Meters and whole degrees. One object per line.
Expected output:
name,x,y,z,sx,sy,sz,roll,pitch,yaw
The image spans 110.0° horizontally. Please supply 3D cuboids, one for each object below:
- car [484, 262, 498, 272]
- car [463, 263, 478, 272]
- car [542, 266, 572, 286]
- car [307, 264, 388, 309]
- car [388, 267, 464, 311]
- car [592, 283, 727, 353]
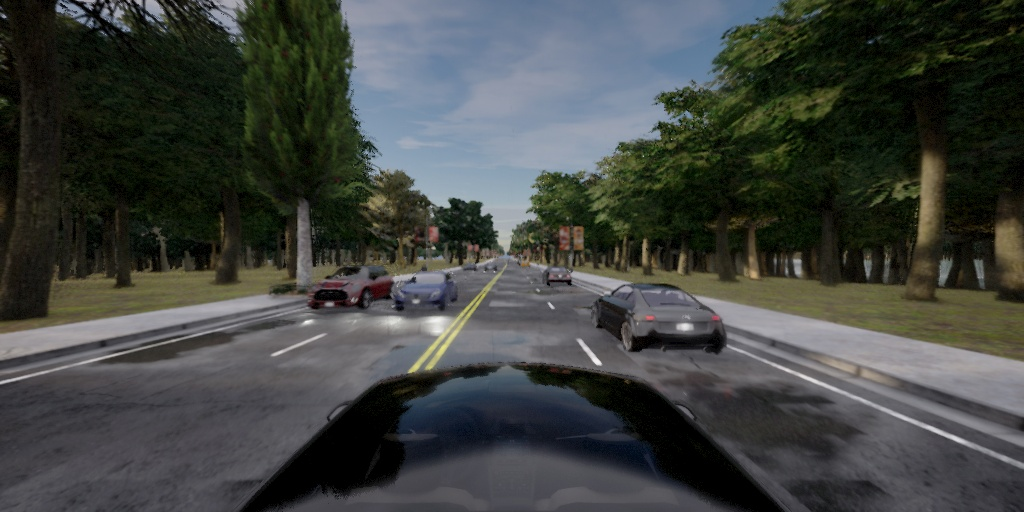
car,-3.307,1.661,56.641,2.128,1.511,4.902,0,-1,0
car,-6.555,1.734,56.857,1.994,1.385,4.181,0,0,0
car,3.350,1.462,27.417,2.033,1.411,5.357,0,0,0
car,-6.600,1.178,15.226,2.097,1.767,4.553,0,0,0
car,-3.361,1.350,14.930,1.812,1.442,4.674,0,0,0
car,3.347,1.352,8.938,1.994,1.385,4.181,0,0,0
